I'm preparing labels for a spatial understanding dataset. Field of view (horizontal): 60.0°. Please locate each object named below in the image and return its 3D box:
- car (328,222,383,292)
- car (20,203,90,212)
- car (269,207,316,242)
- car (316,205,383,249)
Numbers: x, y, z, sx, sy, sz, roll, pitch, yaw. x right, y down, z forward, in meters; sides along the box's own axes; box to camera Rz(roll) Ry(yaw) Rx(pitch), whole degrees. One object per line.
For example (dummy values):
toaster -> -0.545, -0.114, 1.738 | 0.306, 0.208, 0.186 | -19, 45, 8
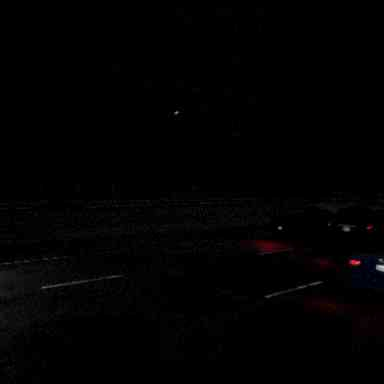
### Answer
car -> 5.820, 1.560, 8.024 | 5.357, 1.411, 2.033 | 0, 0, -36
car -> -10.780, 1.556, 26.397 | 5.357, 1.411, 2.033 | 0, 0, -35
car -> 6.046, 1.497, 16.663 | 5.008, 1.535, 1.882 | 0, 0, -36
car -> 7.322, 1.370, 13.274 | 4.553, 1.767, 2.097 | 0, 0, -36
